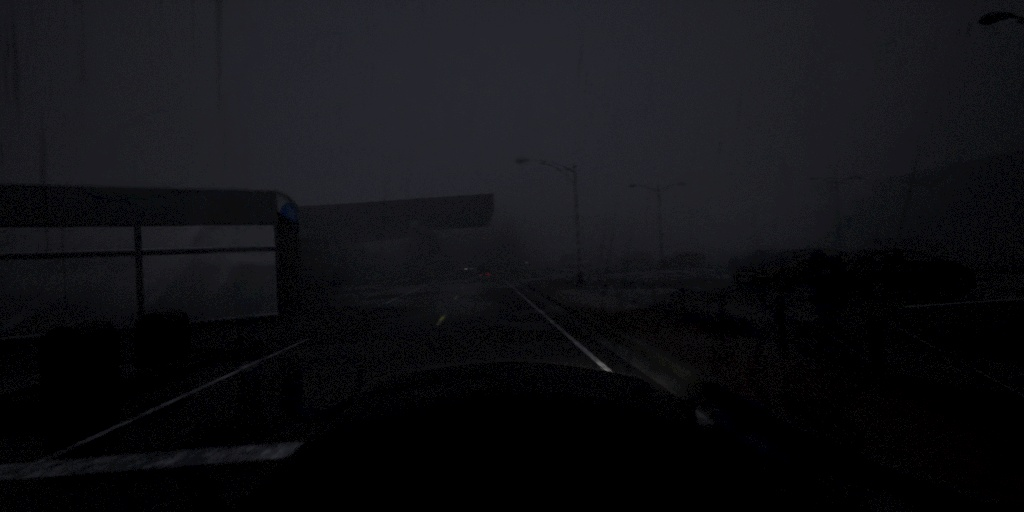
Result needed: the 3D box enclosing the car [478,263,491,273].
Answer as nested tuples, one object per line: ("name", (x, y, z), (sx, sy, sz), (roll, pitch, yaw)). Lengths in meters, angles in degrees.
("car", (-4.116, 1.758, 53.371), (2.128, 1.511, 4.902), (-3, 0, -5))
